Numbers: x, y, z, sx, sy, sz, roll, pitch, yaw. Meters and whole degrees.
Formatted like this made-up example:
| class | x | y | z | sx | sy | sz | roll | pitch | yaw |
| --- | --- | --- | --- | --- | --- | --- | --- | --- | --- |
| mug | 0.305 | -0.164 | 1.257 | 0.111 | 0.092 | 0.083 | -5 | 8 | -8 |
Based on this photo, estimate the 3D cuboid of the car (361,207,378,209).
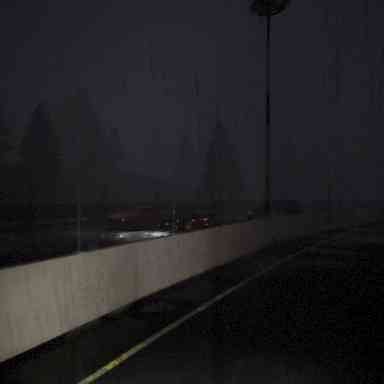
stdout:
| class | x | y | z | sx | sy | sz | roll | pitch | yaw |
| --- | --- | --- | --- | --- | --- | --- | --- | --- | --- |
| car | 28.026 | 2.197 | 52.119 | 5.357 | 1.411 | 2.033 | 1 | -1 | -31 |

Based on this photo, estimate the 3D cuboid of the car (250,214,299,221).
| class | x | y | z | sx | sy | sz | roll | pitch | yaw |
| --- | --- | --- | --- | --- | --- | --- | --- | --- | --- |
| car | 6.254 | 1.493 | 24.426 | 2.150 | 2.045 | 5.566 | 0 | -1 | 40 |
